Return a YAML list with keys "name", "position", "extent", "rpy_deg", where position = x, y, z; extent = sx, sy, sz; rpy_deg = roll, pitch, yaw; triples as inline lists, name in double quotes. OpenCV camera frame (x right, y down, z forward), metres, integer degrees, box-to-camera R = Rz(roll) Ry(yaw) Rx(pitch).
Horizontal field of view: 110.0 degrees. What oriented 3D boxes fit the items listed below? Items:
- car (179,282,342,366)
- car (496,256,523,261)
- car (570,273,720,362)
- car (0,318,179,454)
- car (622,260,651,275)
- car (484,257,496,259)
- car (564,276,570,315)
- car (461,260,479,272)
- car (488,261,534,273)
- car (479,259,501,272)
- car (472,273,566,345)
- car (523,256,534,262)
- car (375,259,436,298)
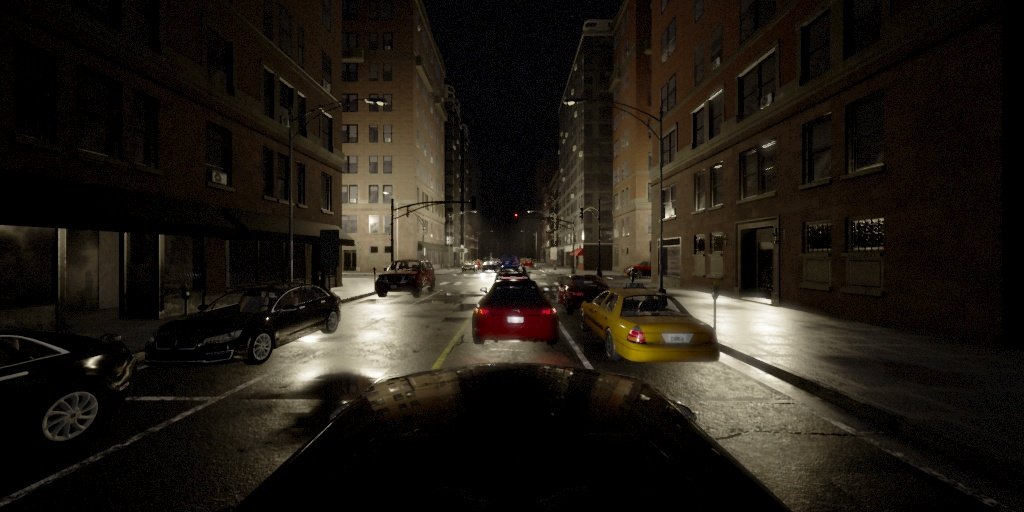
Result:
- name: "car"
  position: [-5.377, 1.300, 7.894]
  extent: [2.007, 1.370, 4.403]
  rpy_deg: [0, 0, 0]
- name: "car"
  position: [-0.240, 0.966, 45.579]
  extent: [2.150, 2.045, 5.566]
  rpy_deg: [0, 0, 6]
- name: "car"
  position: [2.648, 1.275, 8.038]
  extent: [1.751, 1.417, 4.829]
  rpy_deg: [0, 0, 0]
- name: "car"
  position: [-5.388, 1.300, 2.481]
  extent: [2.007, 1.370, 4.403]
  rpy_deg: [0, 0, 0]
- name: "car"
  position: [12.638, 1.160, 33.268]
  extent: [4.553, 1.767, 2.097]
  rpy_deg: [0, 0, 0]
- name: "car"
  position: [-2.732, 1.231, 54.895]
  extent: [2.128, 1.511, 4.902]
  rpy_deg: [0, 0, 0]
- name: "car"
  position: [2.659, 1.330, 13.281]
  extent: [1.802, 1.307, 4.207]
  rpy_deg: [0, 0, 0]
- name: "car"
  position: [-5.299, 1.293, 45.182]
  extent: [2.007, 1.370, 4.403]
  rpy_deg: [0, 0, 0]
- name: "car"
  position: [0.035, 1.239, 19.420]
  extent: [2.128, 1.511, 4.902]
  rpy_deg: [0, 0, 0]
- name: "car"
  position: [-2.760, 1.344, 45.326]
  extent: [1.895, 1.301, 4.718]
  rpy_deg: [0, 0, 0]
- name: "car"
  position: [0.082, 1.313, 9.550]
  extent: [1.994, 1.385, 4.181]
  rpy_deg: [0, 0, 0]
- name: "car"
  position: [2.760, 1.176, 61.521]
  extent: [1.967, 1.591, 4.097]
  rpy_deg: [0, 0, 0]
- name: "car"
  position: [-5.354, 1.062, 18.719]
  extent: [2.192, 1.841, 5.009]
  rpy_deg: [0, 0, 0]
